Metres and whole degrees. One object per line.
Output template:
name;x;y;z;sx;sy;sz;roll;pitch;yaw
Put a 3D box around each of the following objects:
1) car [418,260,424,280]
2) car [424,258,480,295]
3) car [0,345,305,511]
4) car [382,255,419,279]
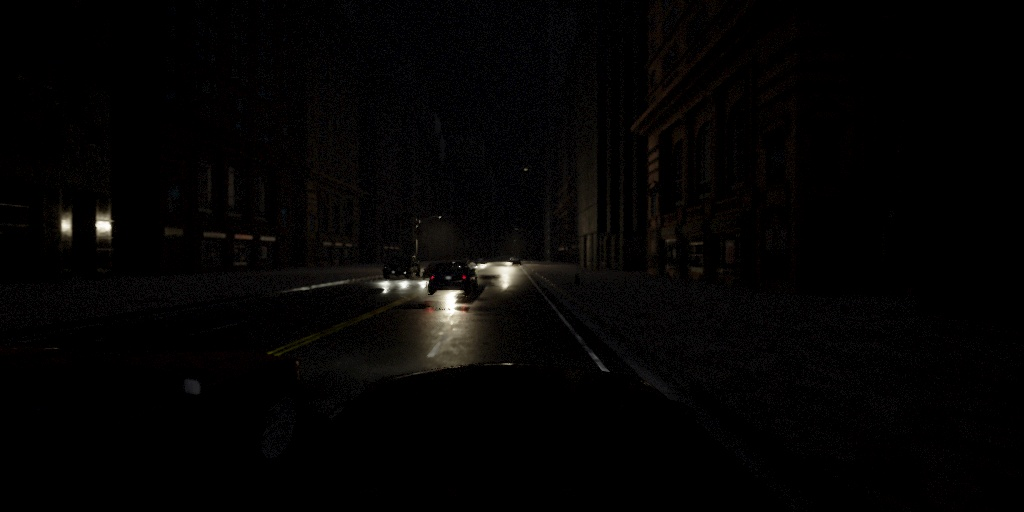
car;-6.589;1.229;31.998;1.882;1.535;5.008;0;0;0
car;-3.148;1.102;19.831;2.097;1.767;4.553;0;0;0
car;-3.151;1.228;1.837;1.882;1.535;5.008;0;0;0
car;-9.839;0.972;32.495;2.150;2.045;5.566;0;0;0
